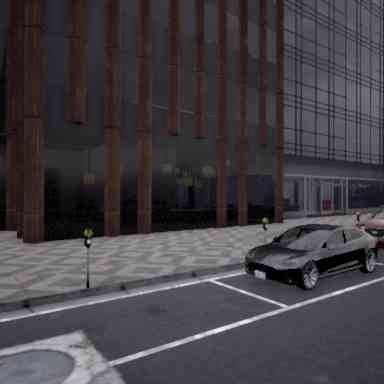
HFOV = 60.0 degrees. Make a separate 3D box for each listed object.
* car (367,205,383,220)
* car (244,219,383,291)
[{"bbox_3d":[7.958,1.317,12.319,5.009,1.841,2.192,0,0,-35],"label":"car"},{"bbox_3d":[3.369,1.566,9.047,4.313,1.339,1.947,0,0,-35],"label":"car"}]
